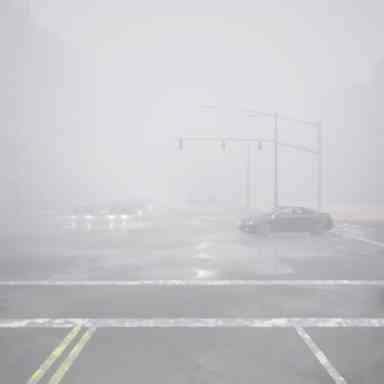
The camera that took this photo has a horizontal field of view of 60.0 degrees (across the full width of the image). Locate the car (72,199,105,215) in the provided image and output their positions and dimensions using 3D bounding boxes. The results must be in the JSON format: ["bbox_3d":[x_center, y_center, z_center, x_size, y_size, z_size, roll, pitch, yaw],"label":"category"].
[{"bbox_3d":[-10.608,1.499,34.006,1.812,1.442,4.674,0,0,0],"label":"car"}]

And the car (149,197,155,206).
[{"bbox_3d":[-7.106,1.521,54.005,1.994,1.385,4.181,0,0,0],"label":"car"}]

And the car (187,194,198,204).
[{"bbox_3d":[0.073,1.440,61.245,2.128,1.511,4.902,0,0,0],"label":"car"}]

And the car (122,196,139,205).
[{"bbox_3d":[-10.598,1.502,57.790,2.033,1.411,5.357,0,0,0],"label":"car"}]

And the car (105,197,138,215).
[{"bbox_3d":[-7.107,1.537,33.975,1.994,1.385,4.181,0,0,0],"label":"car"}]

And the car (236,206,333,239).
[{"bbox_3d":[4.717,1.478,17.026,4.902,1.511,2.128,0,0,-10],"label":"car"}]

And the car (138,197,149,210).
[{"bbox_3d":[-7.106,1.492,42.720,1.812,1.442,4.674,0,0,0],"label":"car"}]

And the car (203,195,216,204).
[{"bbox_3d":[3.473,1.455,63.281,1.837,1.490,4.892,0,0,0],"label":"car"}]

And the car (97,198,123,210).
[{"bbox_3d":[-10.607,1.513,43.582,2.033,1.411,5.357,0,0,0],"label":"car"}]

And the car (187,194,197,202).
[{"bbox_3d":[-0.030,1.296,74.736,2.097,1.767,4.553,0,0,0],"label":"car"}]
